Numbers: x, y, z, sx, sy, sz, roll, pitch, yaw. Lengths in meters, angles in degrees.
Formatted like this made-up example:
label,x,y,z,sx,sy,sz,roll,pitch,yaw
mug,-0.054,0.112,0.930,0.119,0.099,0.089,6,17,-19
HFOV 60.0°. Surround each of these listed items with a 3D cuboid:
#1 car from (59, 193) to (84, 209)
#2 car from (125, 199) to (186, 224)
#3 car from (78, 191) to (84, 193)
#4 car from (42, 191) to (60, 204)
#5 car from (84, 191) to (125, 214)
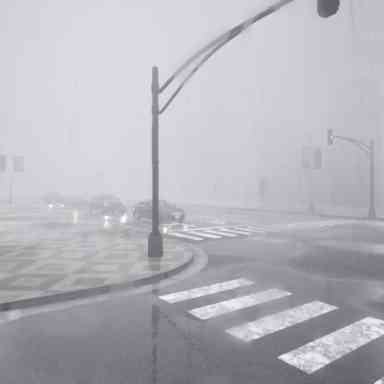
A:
label,x,y,z,sx,sy,sz,roll,pitch,yaw
car,-12.900,1.094,37.009,1.895,1.301,4.718,0,1,-36
car,-2.325,1.242,22.316,2.128,1.511,4.902,0,1,-36
car,-21.671,0.517,66.194,1.882,1.535,5.008,0,1,-36
car,-18.885,0.692,45.371,2.097,1.767,4.553,0,1,-35
car,-7.656,0.974,29.717,2.097,1.767,4.553,0,1,-36
